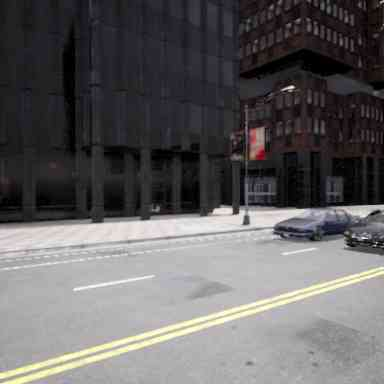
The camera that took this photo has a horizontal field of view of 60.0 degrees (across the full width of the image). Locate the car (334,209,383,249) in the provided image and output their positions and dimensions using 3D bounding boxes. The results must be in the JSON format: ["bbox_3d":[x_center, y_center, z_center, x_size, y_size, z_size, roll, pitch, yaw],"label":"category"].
[{"bbox_3d":[8.080,1.458,13.434,4.892,1.490,1.837,0,0,-35],"label":"car"}]

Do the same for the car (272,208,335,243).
[{"bbox_3d":[6.307,1.500,16.163,5.357,1.411,2.033,0,0,-35],"label":"car"}]
